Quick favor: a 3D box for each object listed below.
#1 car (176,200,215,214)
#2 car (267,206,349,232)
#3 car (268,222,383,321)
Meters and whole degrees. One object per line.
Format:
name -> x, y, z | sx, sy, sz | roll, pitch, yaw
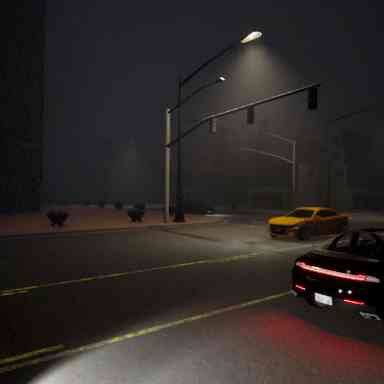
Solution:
car -> 0.243, 1.624, 36.043 | 2.033, 1.411, 5.357 | 1, -1, -35
car -> 5.968, 1.517, 16.881 | 5.008, 1.535, 1.882 | 0, 0, -36
car -> 4.080, 1.503, 6.715 | 4.902, 1.511, 2.128 | 0, 0, -35
